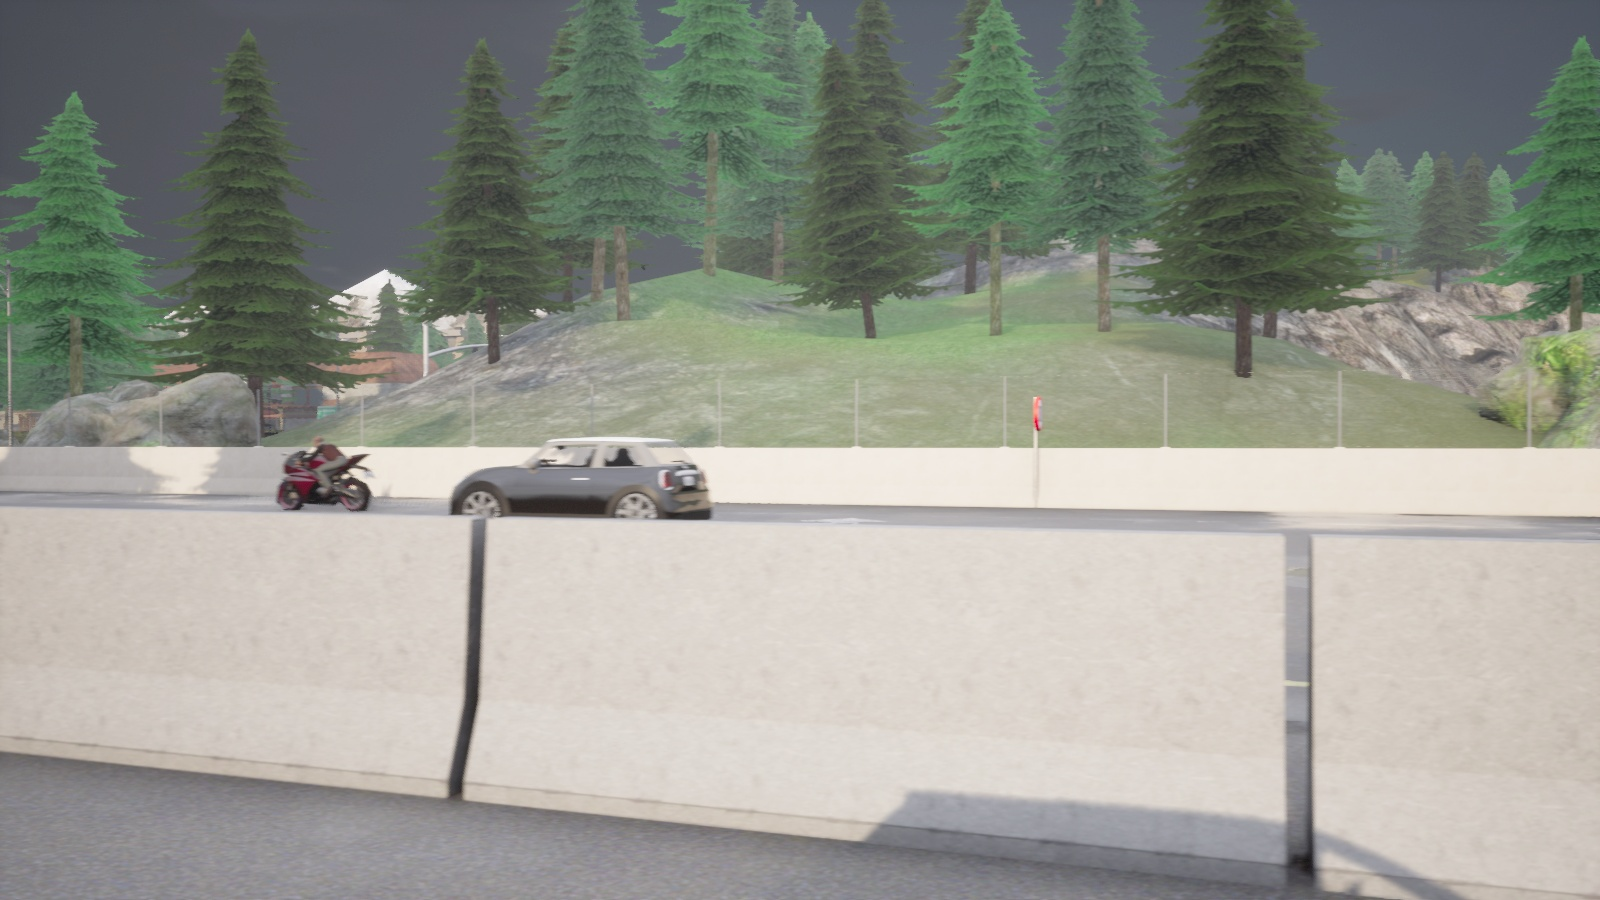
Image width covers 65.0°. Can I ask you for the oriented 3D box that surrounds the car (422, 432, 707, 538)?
[{"bbox_3d":[-3.557,0.472,19.159,3.806,1.475,1.970,1,1,19],"label":"car"}]

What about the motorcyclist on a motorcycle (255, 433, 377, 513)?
[{"bbox_3d":[-9.589,0.427,24.882,2.191,1.530,0.866,1,1,19],"label":"motorcyclist on a motorcycle"}]

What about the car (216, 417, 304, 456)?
[{"bbox_3d":[-26.677,-0.670,62.172,1.905,1.878,3.866,1,1,19],"label":"car"}]
